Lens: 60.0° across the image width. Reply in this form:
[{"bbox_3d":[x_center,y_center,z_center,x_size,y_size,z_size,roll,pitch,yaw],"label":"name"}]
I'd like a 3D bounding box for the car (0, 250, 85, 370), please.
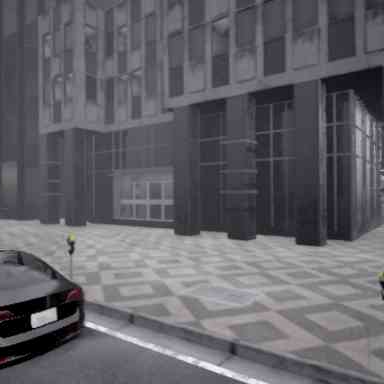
[{"bbox_3d":[-3.535,1.628,5.365,4.313,1.339,1.947,-1,0,35],"label":"car"}]
